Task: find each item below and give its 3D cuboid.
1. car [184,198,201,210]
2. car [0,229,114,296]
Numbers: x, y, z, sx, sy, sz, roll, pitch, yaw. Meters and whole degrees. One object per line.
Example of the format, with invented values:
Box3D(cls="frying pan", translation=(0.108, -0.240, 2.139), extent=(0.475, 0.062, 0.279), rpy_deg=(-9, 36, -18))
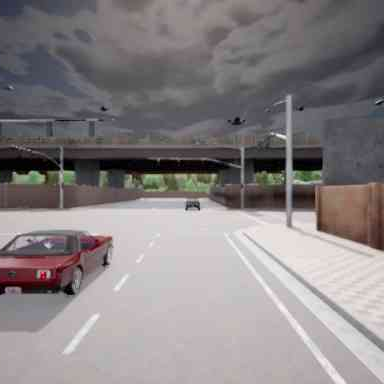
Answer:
Box3D(cls="car", translation=(0.099, 1.517, 43.069), extent=(1.837, 1.490, 4.892), rpy_deg=(0, 0, 0))
Box3D(cls="car", translation=(-3.402, 1.603, 8.572), extent=(1.895, 1.301, 4.718), rpy_deg=(0, 0, 0))
